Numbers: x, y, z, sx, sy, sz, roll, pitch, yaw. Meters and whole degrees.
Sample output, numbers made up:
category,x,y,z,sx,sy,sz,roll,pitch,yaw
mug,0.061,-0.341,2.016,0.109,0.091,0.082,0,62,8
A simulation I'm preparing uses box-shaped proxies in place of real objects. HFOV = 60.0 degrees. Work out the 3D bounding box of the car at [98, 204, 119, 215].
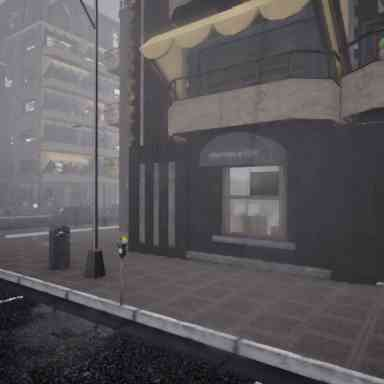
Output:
category,x,y,z,sx,sy,sz,roll,pitch,yaw
car,-9.457,2.063,39.890,1.802,1.307,4.206,-1,-1,35

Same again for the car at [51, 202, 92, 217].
category,x,y,z,sx,sy,sz,roll,pitch,yaw
car,-12.738,1.821,35.264,1.967,1.590,4.097,-1,-1,35
